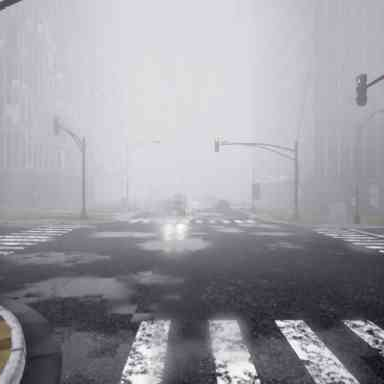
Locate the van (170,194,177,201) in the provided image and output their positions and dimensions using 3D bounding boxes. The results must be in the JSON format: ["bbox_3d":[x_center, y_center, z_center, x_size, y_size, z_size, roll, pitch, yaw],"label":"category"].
[{"bbox_3d":[-4.433,1.321,80.454,1.690,1.788,3.998,0,0,0],"label":"van"}]

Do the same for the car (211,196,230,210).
[{"bbox_3d":[3.788,1.579,41.822,1.947,1.339,4.313,0,0,0],"label":"car"}]

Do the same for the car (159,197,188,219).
[{"bbox_3d":[-1.503,1.510,29.853,2.128,1.511,4.902,0,0,-2],"label":"car"}]

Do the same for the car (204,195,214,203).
[{"bbox_3d":[3.531,1.432,69.459,1.967,1.590,4.097,0,0,0],"label":"car"}]

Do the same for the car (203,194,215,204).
[{"bbox_3d":[3.572,1.313,63.930,2.192,1.841,5.009,0,0,0],"label":"car"}]

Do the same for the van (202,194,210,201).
[{"bbox_3d":[3.447,1.321,80.513,1.690,1.788,3.998,0,0,0],"label":"van"}]

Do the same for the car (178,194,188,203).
[{"bbox_3d":[-1.771,1.345,67.547,2.097,1.767,4.553,0,0,0],"label":"car"}]

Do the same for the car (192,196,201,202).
[{"bbox_3d":[0.942,1.512,73.102,1.812,1.442,4.674,0,0,0],"label":"car"}]

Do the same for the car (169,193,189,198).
[{"bbox_3d":[-1.704,1.231,46.358,2.150,2.045,5.566,0,0,0],"label":"car"}]

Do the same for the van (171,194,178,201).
[{"bbox_3d":[-4.475,1.315,85.981,1.690,1.788,3.998,0,0,0],"label":"van"}]

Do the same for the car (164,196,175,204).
[{"bbox_3d":[-4.308,1.563,63.871,1.947,1.339,4.313,0,0,0],"label":"car"}]

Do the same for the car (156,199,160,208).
[{"bbox_3d":[-4.183,1.592,47.289,1.802,1.307,4.206,0,0,0],"label":"car"}]

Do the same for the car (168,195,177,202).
[{"bbox_3d":[-4.391,1.426,74.927,1.967,1.590,4.097,0,0,0],"label":"car"}]
